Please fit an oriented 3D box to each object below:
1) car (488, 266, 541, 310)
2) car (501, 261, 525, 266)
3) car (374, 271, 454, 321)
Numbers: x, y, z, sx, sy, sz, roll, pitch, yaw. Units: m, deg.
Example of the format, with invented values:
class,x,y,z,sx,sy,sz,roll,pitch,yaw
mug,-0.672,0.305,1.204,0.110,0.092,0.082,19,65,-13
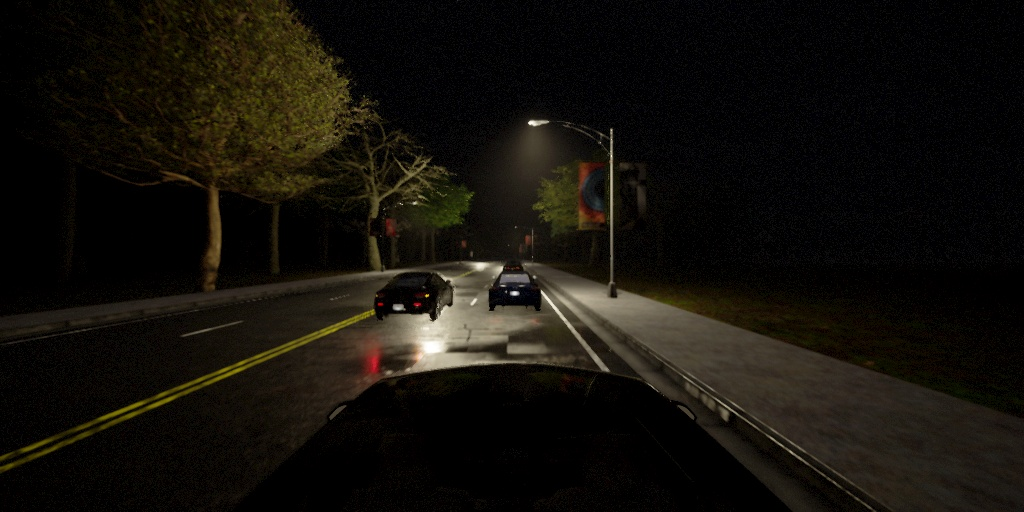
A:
class,x,y,z,sx,sy,sz,roll,pitch,yaw
car,0.098,1.276,14.565,1.994,1.385,4.181,0,0,0
car,0.092,1.172,32.401,1.837,1.490,4.892,0,0,0
car,-3.166,1.243,12.266,1.812,1.442,4.674,0,0,0
